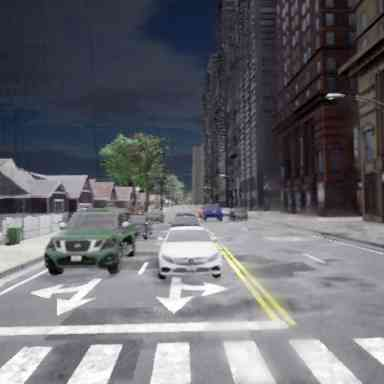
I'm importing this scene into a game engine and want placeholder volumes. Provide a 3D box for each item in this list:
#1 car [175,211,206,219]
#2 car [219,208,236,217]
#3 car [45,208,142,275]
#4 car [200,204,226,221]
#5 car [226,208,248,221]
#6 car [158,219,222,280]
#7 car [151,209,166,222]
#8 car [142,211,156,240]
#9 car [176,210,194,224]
[{"bbox_3d":[-0.375,2.166,20.649,1.837,1.490,4.892,-1,-2,-2],"label":"car"},{"bbox_3d":[5.431,3.173,51.537,1.895,1.301,4.718,-1,-2,-1],"label":"car"},{"bbox_3d":[-3.417,1.659,12.387,2.150,2.045,5.566,-1,-2,-1],"label":"car"},{"bbox_3d":[2.496,2.487,40.752,2.150,2.045,5.566,-1,-2,-1],"label":"car"},{"bbox_3d":[5.743,2.731,41.236,2.128,1.511,4.902,-1,-2,-1],"label":"car"},{"bbox_3d":[-0.138,1.890,11.401,1.812,1.442,4.674,-1,-2,-3],"label":"car"},{"bbox_3d":[-4.040,2.761,37.794,1.837,1.490,4.892,-1,-2,-1],"label":"car"},{"bbox_3d":[-3.656,2.249,21.926,1.837,1.490,4.892,-1,-2,-2],"label":"car"},{"bbox_3d":[-0.792,2.819,37.937,1.895,1.301,4.718,-1,-2,-1],"label":"car"}]
